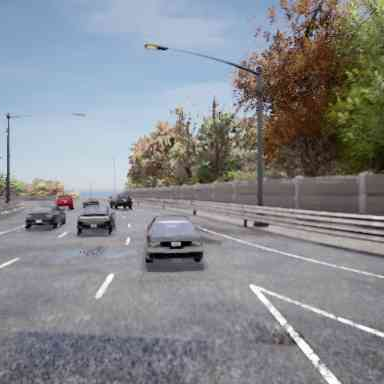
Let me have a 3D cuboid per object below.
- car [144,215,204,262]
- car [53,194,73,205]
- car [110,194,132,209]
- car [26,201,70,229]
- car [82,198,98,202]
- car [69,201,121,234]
[{"bbox_3d":[-0.750,1.553,12.117,2.033,1.411,5.357,0,0,-7],"label":"car"},{"bbox_3d":[-17.161,1.294,44.434,2.150,2.045,5.566,0,0,-25],"label":"car"},{"bbox_3d":[-9.556,1.266,44.553,2.150,2.045,5.566,0,0,-23],"label":"car"},{"bbox_3d":[-9.528,1.565,21.899,1.812,1.442,4.674,0,0,-12],"label":"car"},{"bbox_3d":[-13.908,1.565,45.610,1.837,1.490,4.892,0,0,-25],"label":"car"},{"bbox_3d":[-5.465,1.516,19.387,2.128,1.511,4.902,0,0,-11],"label":"car"}]
